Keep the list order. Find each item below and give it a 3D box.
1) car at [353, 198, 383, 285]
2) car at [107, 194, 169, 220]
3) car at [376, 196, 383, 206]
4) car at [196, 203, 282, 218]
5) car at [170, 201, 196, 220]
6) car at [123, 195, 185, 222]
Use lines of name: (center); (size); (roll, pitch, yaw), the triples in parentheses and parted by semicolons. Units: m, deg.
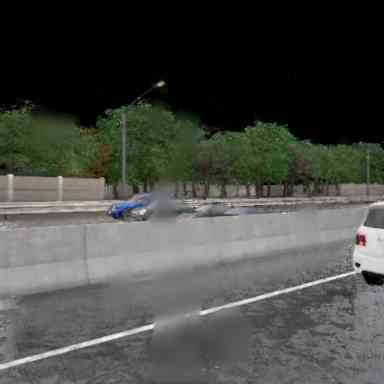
car: (6.211, 1.199, 8.154); (5.566, 2.045, 2.150); (0, 0, -35)
car: (-3.991, 1.193, 26.907); (5.566, 2.045, 2.150); (0, 0, -35)
car: (30.342, 1.389, 50.946); (4.674, 1.442, 1.812); (0, 0, -34)
car: (3.117, 1.517, 19.076); (5.357, 1.411, 2.033); (0, 0, -35)
car: (1.165, 1.495, 21.979); (4.674, 1.442, 1.812); (0, 0, -35)
car: (-2.200, 1.324, 23.884); (4.553, 1.767, 2.097); (0, 0, -35)
